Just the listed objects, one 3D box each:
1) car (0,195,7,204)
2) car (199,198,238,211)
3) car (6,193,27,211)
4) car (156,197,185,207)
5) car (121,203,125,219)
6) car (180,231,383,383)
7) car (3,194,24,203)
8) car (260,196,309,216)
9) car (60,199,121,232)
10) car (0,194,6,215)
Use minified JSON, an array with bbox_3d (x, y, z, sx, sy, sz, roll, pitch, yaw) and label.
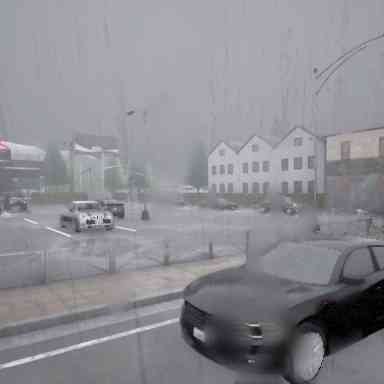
[{"bbox_3d":[-39.497,1.495,65.893,4.611,1.667,2.242,0,0,-36],"label":"car"},{"bbox_3d":[2.925,1.370,38.366,2.033,1.411,5.357,0,0,-36],"label":"car"},{"bbox_3d":[-20.135,1.092,37.938,1.905,1.878,3.866,0,0,-36],"label":"car"},{"bbox_3d":[-3.078,1.370,46.860,2.033,1.411,5.357,0,0,-35],"label":"car"},{"bbox_3d":[-6.749,1.313,25.535,2.007,1.523,4.514,0,0,-36],"label":"car"},{"bbox_3d":[2.129,1.477,5.533,5.008,1.535,1.882,0,0,-36],"label":"car"},{"bbox_3d":[-39.270,1.328,73.021,3.866,1.878,1.905,0,0,-36],"label":"car"},{"bbox_3d":[8.460,1.174,30.600,2.097,1.767,4.553,0,0,-35],"label":"car"},{"bbox_3d":[-5.620,1.247,17.672,1.970,1.475,3.806,0,0,-36],"label":"car"},{"bbox_3d":[-18.223,1.113,29.628,1.932,1.855,4.605,0,0,-36],"label":"car"}]
